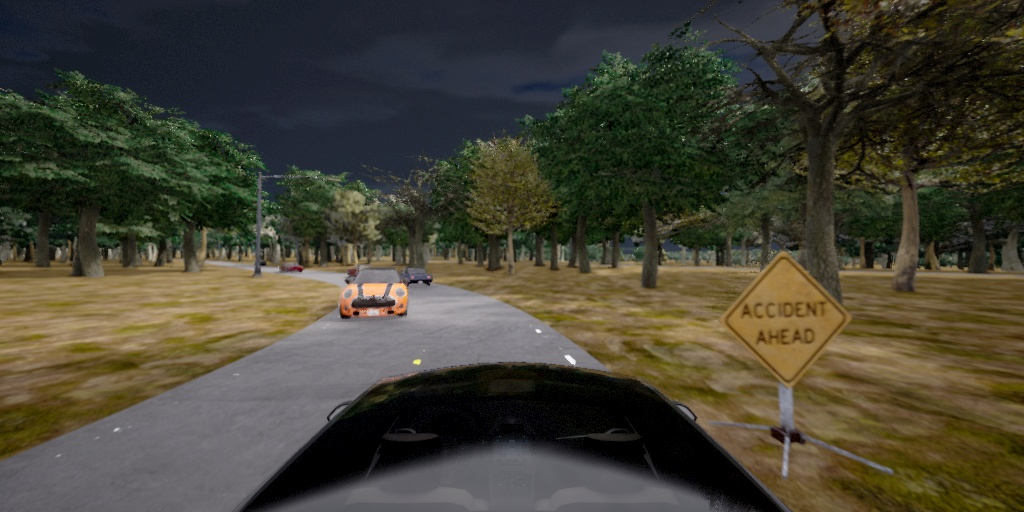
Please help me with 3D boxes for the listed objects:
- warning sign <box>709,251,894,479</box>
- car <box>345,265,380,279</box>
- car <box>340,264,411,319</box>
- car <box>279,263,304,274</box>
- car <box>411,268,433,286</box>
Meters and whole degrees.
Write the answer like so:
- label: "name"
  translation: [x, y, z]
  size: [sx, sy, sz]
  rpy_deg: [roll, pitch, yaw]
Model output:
- label: "warning sign"
  translation: [2.642, 0.883, 3.436]
  size: [1.300, 1.860, 1.060]
  rpy_deg: [0, 0, -3]
- label: "car"
  translation: [-15.731, 1.618, 37.584]
  size: [1.895, 1.301, 4.718]
  rpy_deg: [1, -1, -43]
- label: "car"
  translation: [-4.979, 1.213, 13.412]
  size: [2.097, 1.767, 4.553]
  rpy_deg: [0, -1, -17]
- label: "car"
  translation: [-28.524, 1.563, 46.378]
  size: [1.895, 1.301, 4.718]
  rpy_deg: [1, -1, -44]
- label: "car"
  translation: [-7.739, 1.587, 27.639]
  size: [1.895, 1.301, 4.718]
  rpy_deg: [1, -1, -31]
